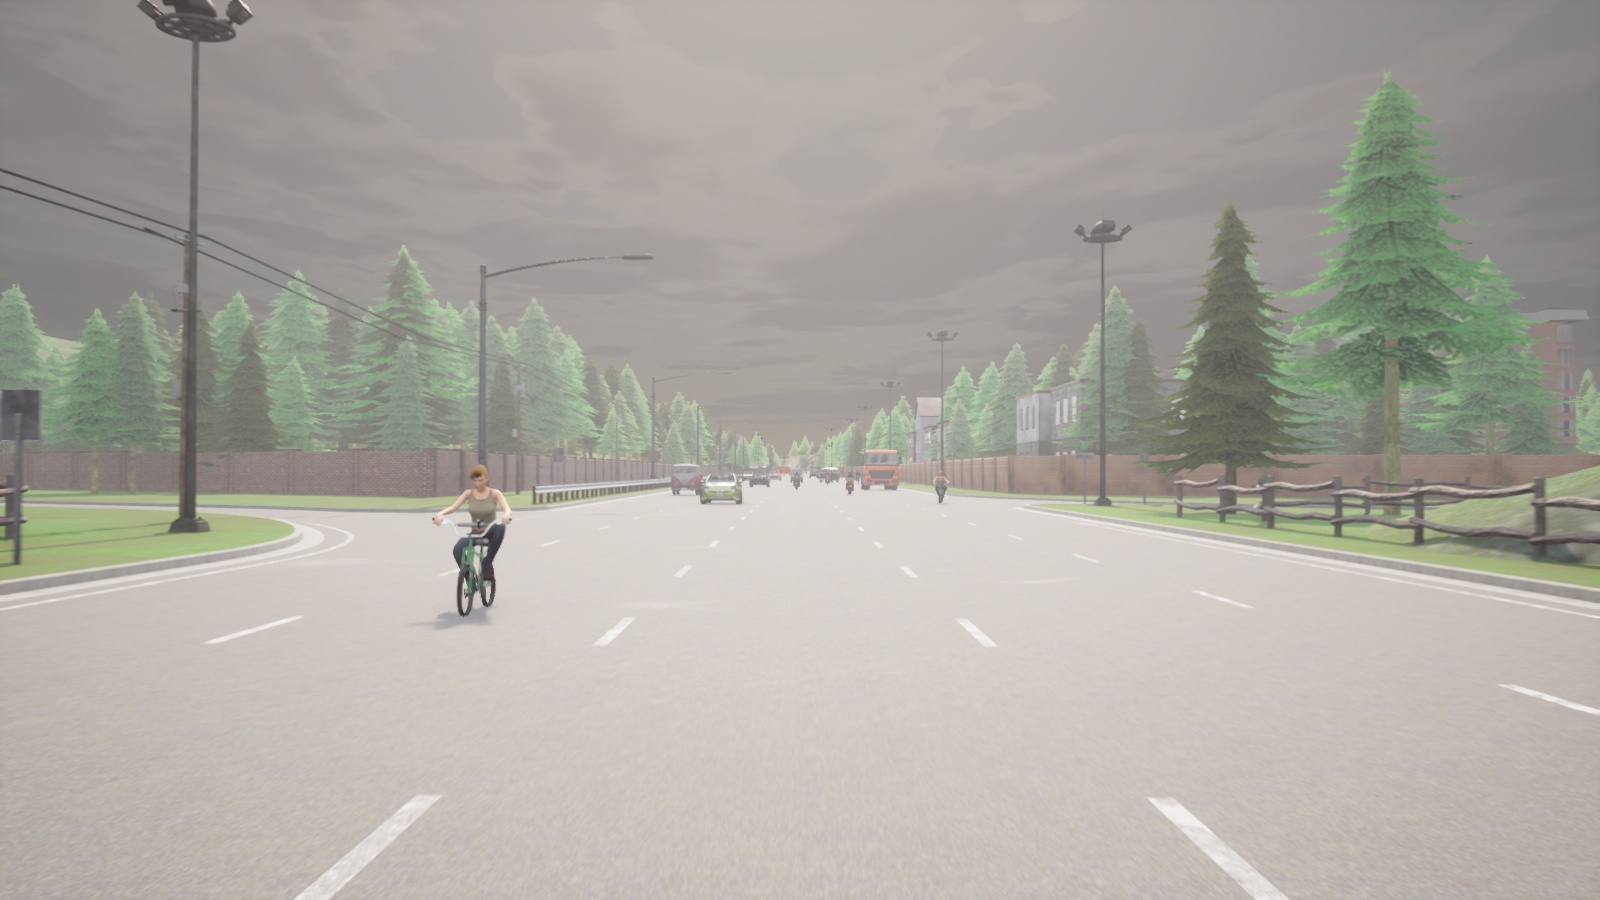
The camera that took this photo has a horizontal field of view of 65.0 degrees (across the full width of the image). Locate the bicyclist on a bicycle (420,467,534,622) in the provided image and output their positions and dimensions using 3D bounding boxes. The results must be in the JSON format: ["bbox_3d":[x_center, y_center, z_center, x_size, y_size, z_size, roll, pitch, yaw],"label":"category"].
[{"bbox_3d":[-3.530,0.997,13.841,0.866,1.612,1.509,0,-1,0],"label":"bicyclist on a bicycle"}]

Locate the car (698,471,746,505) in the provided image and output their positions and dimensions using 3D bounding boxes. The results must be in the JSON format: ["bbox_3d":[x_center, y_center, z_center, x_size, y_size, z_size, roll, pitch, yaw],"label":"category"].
[{"bbox_3d":[-3.646,1.771,59.524,2.007,1.525,4.514,0,-1,0],"label":"car"}]

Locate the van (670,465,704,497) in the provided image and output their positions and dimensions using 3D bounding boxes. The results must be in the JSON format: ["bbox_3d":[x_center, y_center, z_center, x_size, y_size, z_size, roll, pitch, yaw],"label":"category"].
[{"bbox_3d":[-7.198,1.943,80.594,1.775,1.987,4.442,0,-1,0],"label":"van"}]
